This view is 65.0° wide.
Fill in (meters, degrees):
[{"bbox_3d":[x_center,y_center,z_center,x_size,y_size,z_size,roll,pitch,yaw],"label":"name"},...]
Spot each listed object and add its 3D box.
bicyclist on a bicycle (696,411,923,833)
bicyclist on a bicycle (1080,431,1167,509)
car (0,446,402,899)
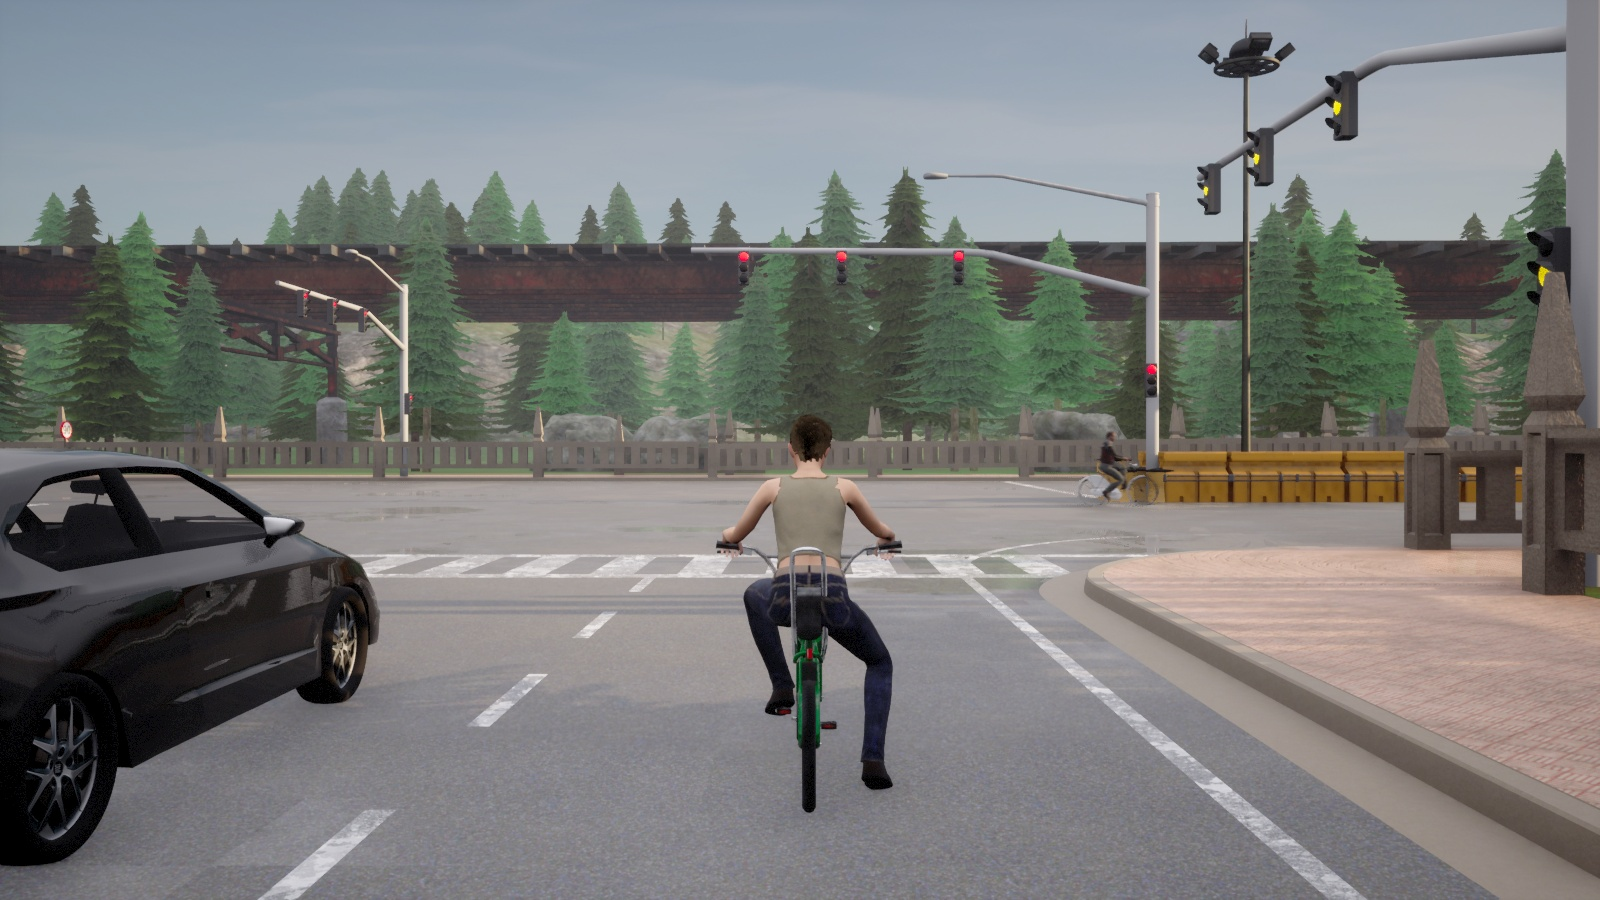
[{"bbox_3d":[0.040,0.652,5.554,0.866,1.612,1.509,0,0,0],"label":"bicyclist on a bicycle"},{"bbox_3d":[7.464,0.459,29.036,1.843,1.776,0.659,0,0,1],"label":"bicyclist on a bicycle"},{"bbox_3d":[-3.453,0.724,5.914,1.816,1.474,4.193,0,0,0],"label":"car"}]
